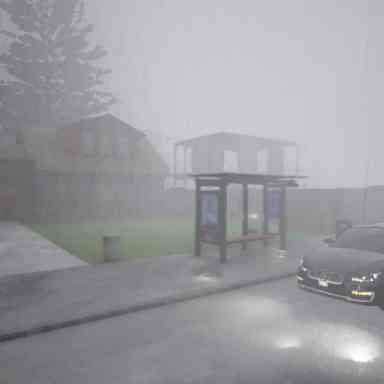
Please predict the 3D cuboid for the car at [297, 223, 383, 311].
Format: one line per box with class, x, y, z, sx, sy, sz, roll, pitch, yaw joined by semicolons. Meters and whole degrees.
car;4.511;1.532;7.808;4.892;1.490;1.837;1;0;-35
